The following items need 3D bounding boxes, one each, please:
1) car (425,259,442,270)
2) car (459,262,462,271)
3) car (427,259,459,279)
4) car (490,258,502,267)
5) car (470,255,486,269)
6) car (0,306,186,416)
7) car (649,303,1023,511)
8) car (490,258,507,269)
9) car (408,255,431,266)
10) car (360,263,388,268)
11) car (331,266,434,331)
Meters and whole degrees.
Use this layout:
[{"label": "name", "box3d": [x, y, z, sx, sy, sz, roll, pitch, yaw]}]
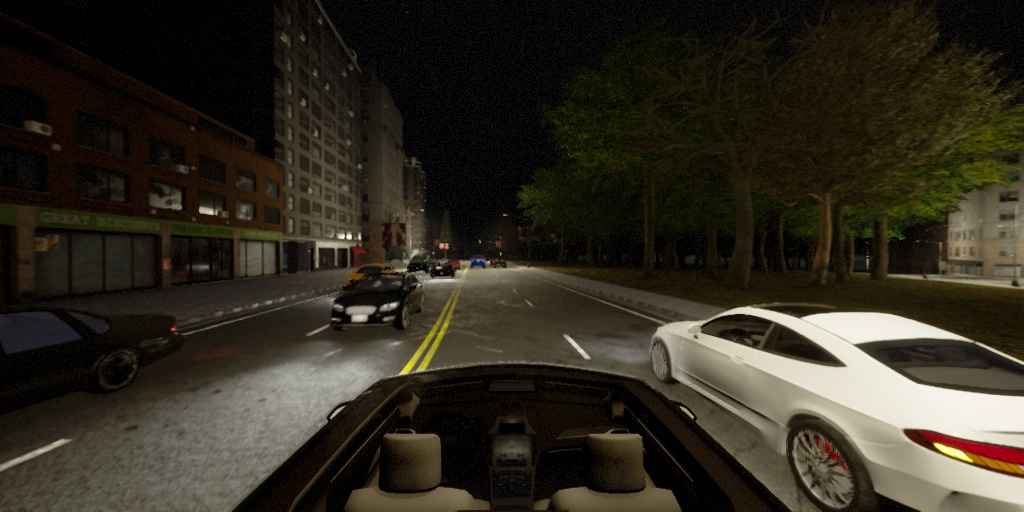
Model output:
[{"label": "car", "box3d": [-11.564, 1.223, 53.129, 1.994, 1.385, 4.181, 0, 0, -6]}, {"label": "car", "box3d": [-7.758, 1.191, 47.941, 1.812, 1.442, 4.674, 0, 0, -5]}, {"label": "car", "box3d": [-6.090, 1.271, 32.127, 1.994, 1.385, 4.181, 0, 0, -6]}, {"label": "car", "box3d": [-2.981, 1.082, 64.704, 1.882, 1.535, 5.008, 0, 0, -6]}, {"label": "car", "box3d": [-5.100, 0.862, 54.024, 2.150, 2.045, 5.566, 0, 0, -6]}, {"label": "car", "box3d": [-6.720, 1.332, 3.995, 2.033, 1.411, 5.357, 0, 0, -2]}, {"label": "car", "box3d": [3.247, 1.263, 4.090, 1.812, 1.442, 4.674, 0, 0, -2]}, {"label": "car", "box3d": [-1.865, 1.136, 54.343, 1.837, 1.490, 4.892, 0, 0, -6]}, {"label": "car", "box3d": [-10.198, 0.917, 40.261, 2.150, 2.045, 5.566, 0, 0, -6]}, {"label": "car", "box3d": [-8.203, 1.221, 21.290, 1.882, 1.535, 5.008, 0, 0, -6]}, {"label": "car", "box3d": [-3.916, 1.252, 11.179, 2.128, 1.511, 4.902, 0, 0, -5]}]
